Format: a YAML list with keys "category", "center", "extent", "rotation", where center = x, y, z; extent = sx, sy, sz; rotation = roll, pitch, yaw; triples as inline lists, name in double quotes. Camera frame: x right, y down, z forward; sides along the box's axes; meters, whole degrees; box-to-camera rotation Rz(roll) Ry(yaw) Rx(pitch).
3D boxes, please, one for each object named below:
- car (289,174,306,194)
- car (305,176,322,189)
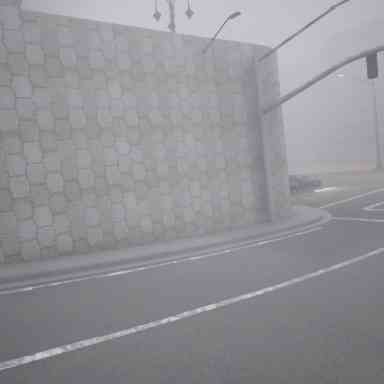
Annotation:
- category: "car"
  center: [6.820, -0.602, 28.351]
  extent: [2.097, 1.767, 4.553]
  rotation: [-10, 6, -35]
- category: "car"
  center: [9.641, -0.906, 30.414]
  extent: [1.994, 1.385, 4.181]
  rotation: [-10, 6, -34]
